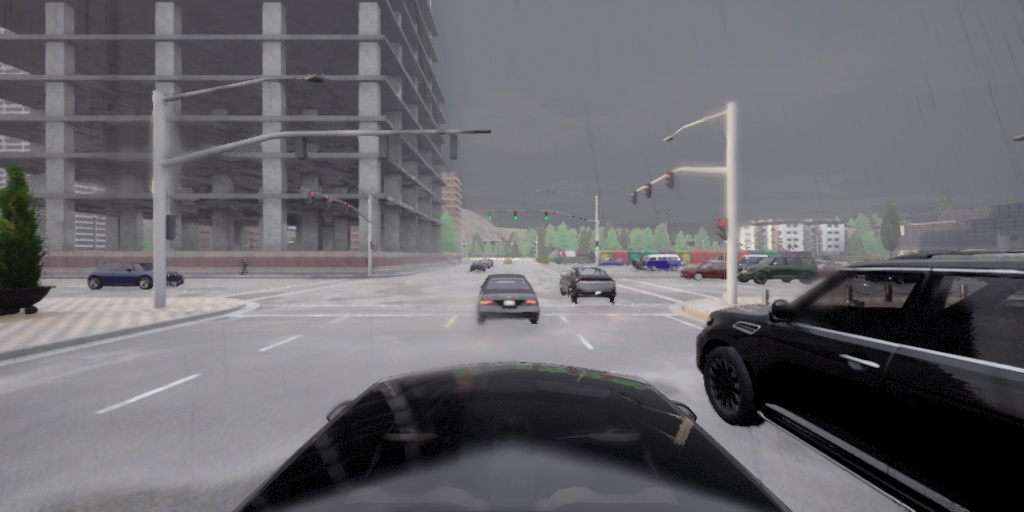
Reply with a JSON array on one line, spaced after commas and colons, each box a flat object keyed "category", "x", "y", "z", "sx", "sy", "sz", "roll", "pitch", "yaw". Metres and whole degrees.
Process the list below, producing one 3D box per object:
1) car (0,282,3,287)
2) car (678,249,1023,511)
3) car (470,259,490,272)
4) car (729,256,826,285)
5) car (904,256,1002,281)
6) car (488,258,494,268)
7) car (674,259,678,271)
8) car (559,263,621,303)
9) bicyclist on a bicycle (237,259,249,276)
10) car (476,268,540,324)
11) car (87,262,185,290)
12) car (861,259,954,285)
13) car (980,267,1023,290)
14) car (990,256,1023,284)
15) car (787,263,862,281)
[{"category": "car", "x": -33.286, "y": 1.152, "z": 22.429, "sx": 4.553, "sy": 1.767, "sz": 2.097, "roll": 0, "pitch": 0, "yaw": 0}, {"category": "car", "x": 3.579, "y": 0.973, "z": 2.520, "sx": 2.150, "sy": 2.045, "sz": 5.566, "roll": 0, "pitch": 0, "yaw": 0}, {"category": "car", "x": -4.241, "y": 1.325, "z": 45.244, "sx": 1.895, "sy": 1.301, "sz": 4.718, "roll": 0, "pitch": 0, "yaw": 0}, {"category": "car", "x": 19.340, "y": 1.007, "z": 26.342, "sx": 5.566, "sy": 2.045, "sz": 2.150, "roll": 0, "pitch": 0, "yaw": 0}, {"category": "car", "x": 36.643, "y": 1.002, "z": 29.904, "sx": 5.566, "sy": 2.045, "sz": 2.150, "roll": 0, "pitch": 0, "yaw": 0}, {"category": "car", "x": -4.299, "y": 1.195, "z": 55.412, "sx": 1.882, "sy": 1.535, "sz": 5.008, "roll": 0, "pitch": 0, "yaw": 0}, {"category": "car", "x": 16.636, "y": 1.262, "z": 29.831, "sx": 5.008, "sy": 1.535, "sz": 1.882, "roll": 0, "pitch": 0, "yaw": 0}, {"category": "car", "x": 3.372, "y": 1.258, "z": 16.666, "sx": 2.128, "sy": 1.511, "sz": 4.902, "roll": 0, "pitch": 0, "yaw": -1}, {"category": "bicyclist on a bicycle", "x": -25.828, "y": 1.091, "z": 34.439, "sx": 0.582, "sy": 1.620, "sz": 1.656, "roll": 0, "pitch": 0, "yaw": 0}, {"category": "car", "x": -0.210, "y": 1.296, "z": 11.994, "sx": 2.033, "sy": 1.411, "sz": 5.357, "roll": 0, "pitch": 0, "yaw": -3}, {"category": "car", "x": -23.392, "y": 1.149, "z": 22.468, "sx": 4.553, "sy": 1.767, "sz": 2.097, "roll": 0, "pitch": 0, "yaw": 0}, {"category": "car", "x": 28.981, "y": 1.136, "z": 26.378, "sx": 4.553, "sy": 1.767, "sz": 2.097, "roll": 0, "pitch": 0, "yaw": 0}, {"category": "car", "x": 33.232, "y": 1.386, "z": 22.699, "sx": 4.718, "sy": 1.301, "sz": 1.895, "roll": 0, "pitch": 0, "yaw": 0}, {"category": "car", "x": 39.380, "y": 1.003, "z": 26.411, "sx": 5.566, "sy": 2.045, "sz": 2.150, "roll": 0, "pitch": 0, "yaw": 0}, {"category": "car", "x": 25.946, "y": 1.308, "z": 29.858, "sx": 4.674, "sy": 1.442, "sz": 1.812, "roll": 0, "pitch": 0, "yaw": 0}]
